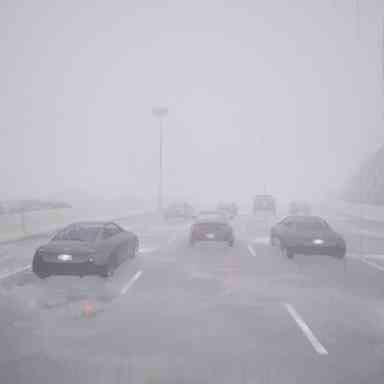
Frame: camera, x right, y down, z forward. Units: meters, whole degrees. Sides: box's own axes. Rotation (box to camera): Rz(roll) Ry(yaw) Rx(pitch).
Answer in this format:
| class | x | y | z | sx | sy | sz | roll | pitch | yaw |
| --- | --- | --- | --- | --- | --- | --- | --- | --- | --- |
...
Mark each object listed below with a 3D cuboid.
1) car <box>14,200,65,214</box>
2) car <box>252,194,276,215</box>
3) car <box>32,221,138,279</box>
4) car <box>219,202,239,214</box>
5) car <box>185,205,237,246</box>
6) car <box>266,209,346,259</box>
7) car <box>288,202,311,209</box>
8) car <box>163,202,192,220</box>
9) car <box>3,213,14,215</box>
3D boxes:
| class | x | y | z | sx | sy | sz | roll | pitch | yaw |
| --- | --- | --- | --- | --- | --- | --- | --- | --- | --- |
| car | -11.806 | 1.474 | 27.327 | 2.128 | 1.511 | 4.902 | 0 | 0 | 9 |
| car | 7.436 | 1.248 | 34.285 | 2.150 | 2.045 | 5.566 | 0 | 0 | 12 |
| car | -2.962 | 1.561 | 10.094 | 1.994 | 1.385 | 4.181 | 0 | 0 | 3 |
| car | 3.572 | 1.619 | 32.915 | 1.895 | 1.301 | 4.718 | 0 | 0 | 11 |
| car | 0.948 | 1.532 | 15.238 | 1.812 | 1.442 | 4.674 | 0 | 0 | 5 |
| car | 4.253 | 1.577 | 12.781 | 1.994 | 1.385 | 4.181 | 0 | 0 | 4 |
| car | 11.000 | 1.635 | 34.210 | 1.895 | 1.301 | 4.718 | 0 | 0 | 12 |
| car | -0.972 | 1.554 | 27.650 | 2.033 | 1.411 | 5.357 | 0 | 0 | 10 |
| car | -14.938 | 1.468 | 29.907 | 2.128 | 1.511 | 4.902 | 0 | 0 | 10 |
